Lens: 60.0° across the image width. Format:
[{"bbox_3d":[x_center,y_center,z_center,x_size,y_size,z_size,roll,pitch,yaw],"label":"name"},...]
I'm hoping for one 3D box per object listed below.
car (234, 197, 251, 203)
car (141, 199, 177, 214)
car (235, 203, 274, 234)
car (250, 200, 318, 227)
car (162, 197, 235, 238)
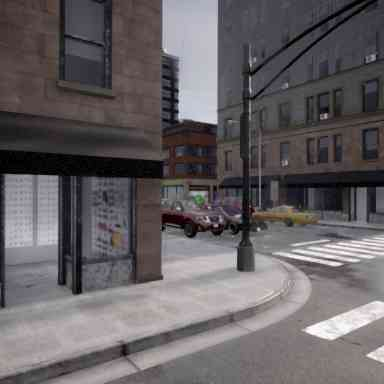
[{"bbox_3d":[2.915,1.313,27.187,2.192,1.841,5.009,0,0,-36],"label":"car"},{"bbox_3d":[-3.685,1.530,36.431,1.887,1.381,4.507,0,0,-36],"label":"car"},{"bbox_3d":[1.796,1.528,19.250,2.033,1.411,5.357,0,0,-38],"label":"car"},{"bbox_3d":[6.115,1.529,22.703,1.752,1.417,4.829,0,0,-36],"label":"car"},{"bbox_3d":[-0.322,1.285,17.909,2.192,1.841,5.009,0,0,-36],"label":"car"}]
